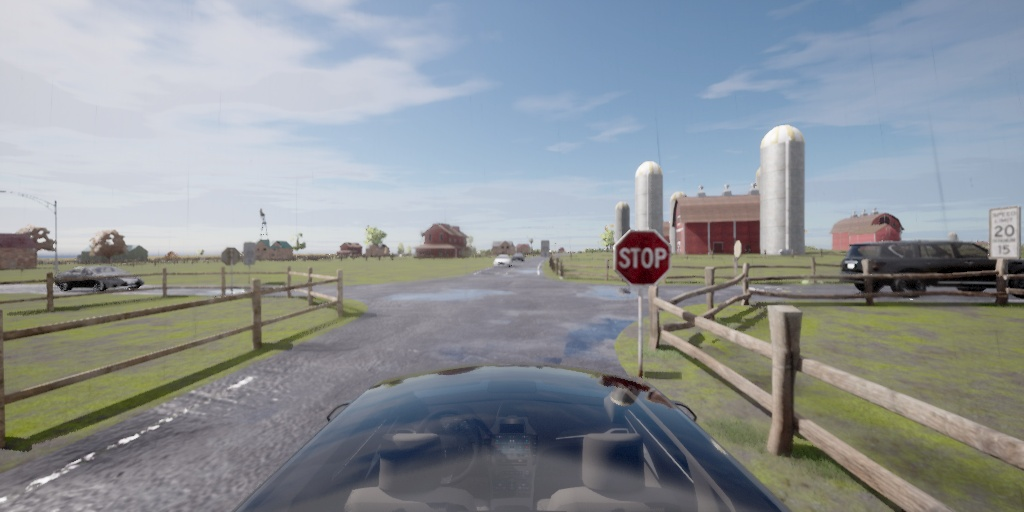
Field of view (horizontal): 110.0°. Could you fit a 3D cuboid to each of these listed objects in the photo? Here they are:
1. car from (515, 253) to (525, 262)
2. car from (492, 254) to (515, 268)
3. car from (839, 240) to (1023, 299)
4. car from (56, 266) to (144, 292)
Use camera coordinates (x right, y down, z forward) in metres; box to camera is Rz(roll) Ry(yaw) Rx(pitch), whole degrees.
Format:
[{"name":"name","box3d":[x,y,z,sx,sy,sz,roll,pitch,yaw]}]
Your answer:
[{"name":"car","box3d":[1.106,0.240,62.954,1.882,1.535,5.008,0,1,7]},{"name":"car","box3d":[-1.047,0.620,42.808,1.812,1.442,4.674,0,1,5]},{"name":"car","box3d":[15.653,0.440,13.223,5.566,2.045,2.150,-1,0,12]},{"name":"car","box3d":[-25.019,1.362,21.821,4.902,1.511,2.128,-1,0,12]}]
